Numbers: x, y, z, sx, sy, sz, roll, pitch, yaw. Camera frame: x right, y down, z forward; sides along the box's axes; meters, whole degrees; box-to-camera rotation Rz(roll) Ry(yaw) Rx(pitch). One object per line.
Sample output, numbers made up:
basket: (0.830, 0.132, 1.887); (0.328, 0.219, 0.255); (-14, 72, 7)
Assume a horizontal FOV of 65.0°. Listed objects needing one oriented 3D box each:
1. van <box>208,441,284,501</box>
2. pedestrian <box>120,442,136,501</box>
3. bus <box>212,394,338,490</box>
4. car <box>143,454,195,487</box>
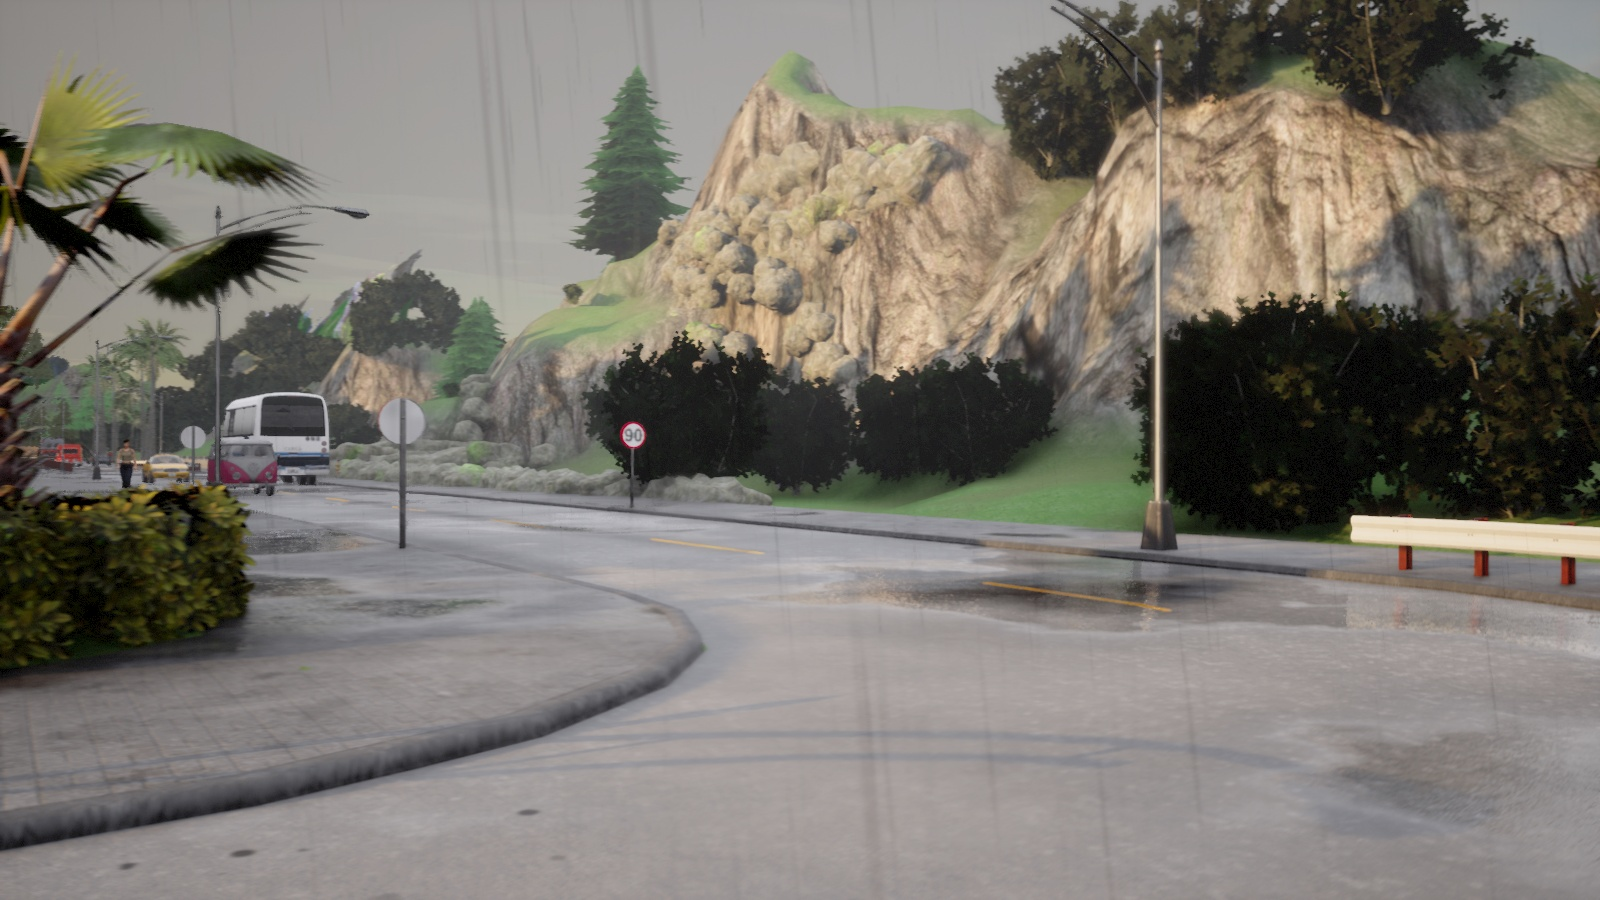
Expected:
van: (-19.596, 0.713, 44.298); (1.775, 1.987, 4.442); (0, 0, -33)
pedestrian: (-20.980, 0.658, 39.209); (0.345, 1.836, 0.594); (0, 0, -19)
bus: (-25.845, -0.336, 61.423); (3.944, 4.253, 10.273); (0, 0, -33)
car: (-32.037, 1.008, 63.664); (1.801, 1.575, 5.366); (0, 0, -33)
